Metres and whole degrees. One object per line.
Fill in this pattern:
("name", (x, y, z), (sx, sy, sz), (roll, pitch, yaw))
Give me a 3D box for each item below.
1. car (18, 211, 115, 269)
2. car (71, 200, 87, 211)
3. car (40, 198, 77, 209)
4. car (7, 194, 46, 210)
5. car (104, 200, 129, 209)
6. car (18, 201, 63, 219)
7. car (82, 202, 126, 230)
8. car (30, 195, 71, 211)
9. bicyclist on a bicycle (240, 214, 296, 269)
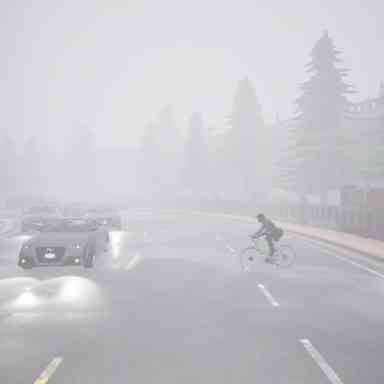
("car", (-4.014, 1.564, 11.057), (1.994, 1.385, 4.181), (0, 0, -4))
("car", (-10.103, 1.505, 29.650), (1.837, 1.490, 4.892), (0, 0, -35))
("car", (-18.035, 1.525, 44.855), (4.674, 1.442, 1.812), (0, 0, 23))
("car", (-20.911, 1.221, 42.319), (5.566, 2.045, 2.150), (0, 0, 22))
("car", (-9.637, 1.600, 39.239), (4.718, 1.301, 1.895), (0, 0, 41))
("car", (-8.920, 1.505, 19.938), (1.837, 1.490, 4.892), (0, 0, -20))
("car", (-5.619, 1.564, 20.824), (1.994, 1.385, 4.181), (0, 0, -20))
("car", (-10.475, 1.167, 24.421), (1.994, 1.385, 4.181), (0, 0, -29))
("bicyclist on a bicycle", (2.192, 1.452, 9.711), (1.656, 1.620, 0.582), (-2, 0, -1))
